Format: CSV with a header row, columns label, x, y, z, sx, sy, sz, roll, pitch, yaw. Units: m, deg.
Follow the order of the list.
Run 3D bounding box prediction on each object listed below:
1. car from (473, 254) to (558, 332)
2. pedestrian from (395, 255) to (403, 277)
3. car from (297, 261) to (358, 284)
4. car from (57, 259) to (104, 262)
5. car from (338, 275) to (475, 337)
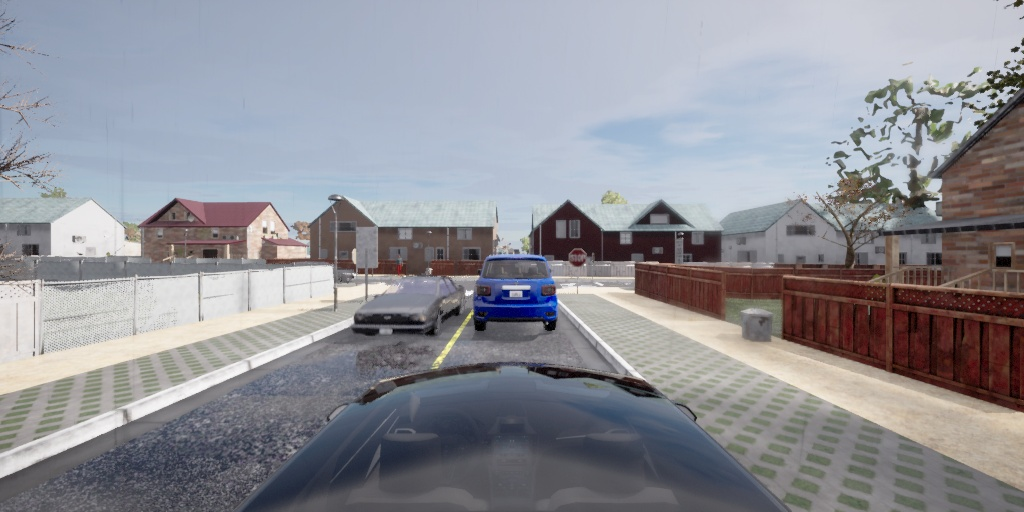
label,x,y,z,sx,sy,sz,roll,pitch,yaw
car,0.080,0.972,11.036,2.150,2.045,5.566,0,0,0
pedestrian,-9.425,0.803,29.950,0.375,1.860,0.375,0,0,1
car,-12.930,1.125,24.158,4.902,1.511,2.128,1,0,1
car,-29.050,0.962,24.478,4.902,1.511,2.128,0,0,1
car,-2.646,1.297,10.636,2.033,1.411,5.357,0,0,4
